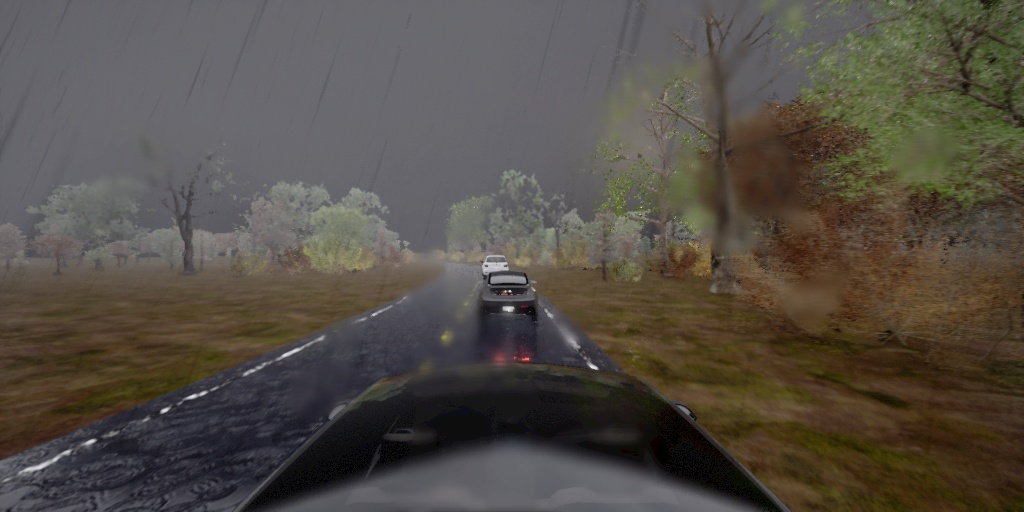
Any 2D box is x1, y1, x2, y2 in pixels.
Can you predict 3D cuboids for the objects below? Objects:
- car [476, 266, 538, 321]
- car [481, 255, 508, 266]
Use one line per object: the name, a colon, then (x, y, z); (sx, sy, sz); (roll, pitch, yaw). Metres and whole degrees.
car: (-0.175, 1.255, 12.555); (1.837, 1.490, 4.892); (0, 0, -2)
car: (-1.562, 0.974, 32.148); (2.150, 2.045, 5.566); (0, 0, -6)
